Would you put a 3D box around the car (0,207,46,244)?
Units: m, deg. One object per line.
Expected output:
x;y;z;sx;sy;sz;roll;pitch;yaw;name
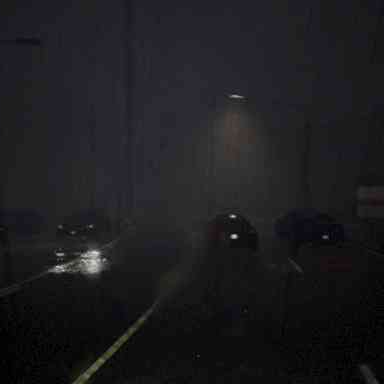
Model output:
-8.937;1.529;16.314;1.882;1.535;5.008;0;-1;-1;car

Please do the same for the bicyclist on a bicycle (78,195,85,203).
-24.706;1.579;74.495;1.656;1.620;0.582;1;0;-9;bicyclist on a bicycle

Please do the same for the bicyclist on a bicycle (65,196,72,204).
-25.225;1.622;67.778;0.582;1.620;1.656;3;9;45;bicyclist on a bicycle

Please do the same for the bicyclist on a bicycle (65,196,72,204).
-25.543;1.549;68.690;0.582;1.620;1.656;0;0;10;bicyclist on a bicycle

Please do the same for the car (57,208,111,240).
-5.478;1.592;17.448;1.812;1.442;4.674;0;-1;-2;car

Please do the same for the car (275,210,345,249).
5.146;1.564;15.182;1.882;1.535;5.008;0;0;1;car

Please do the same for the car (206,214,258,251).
1.633;1.638;14.452;1.994;1.385;4.181;0;0;2;car
